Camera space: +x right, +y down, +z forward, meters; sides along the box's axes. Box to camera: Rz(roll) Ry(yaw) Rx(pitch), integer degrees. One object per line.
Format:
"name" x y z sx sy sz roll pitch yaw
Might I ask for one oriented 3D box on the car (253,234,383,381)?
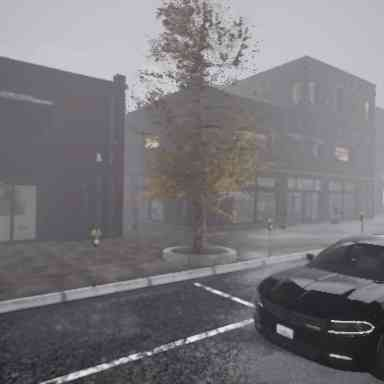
"car" 3.216 1.497 5.616 5.008 1.535 1.882 0 0 -35
